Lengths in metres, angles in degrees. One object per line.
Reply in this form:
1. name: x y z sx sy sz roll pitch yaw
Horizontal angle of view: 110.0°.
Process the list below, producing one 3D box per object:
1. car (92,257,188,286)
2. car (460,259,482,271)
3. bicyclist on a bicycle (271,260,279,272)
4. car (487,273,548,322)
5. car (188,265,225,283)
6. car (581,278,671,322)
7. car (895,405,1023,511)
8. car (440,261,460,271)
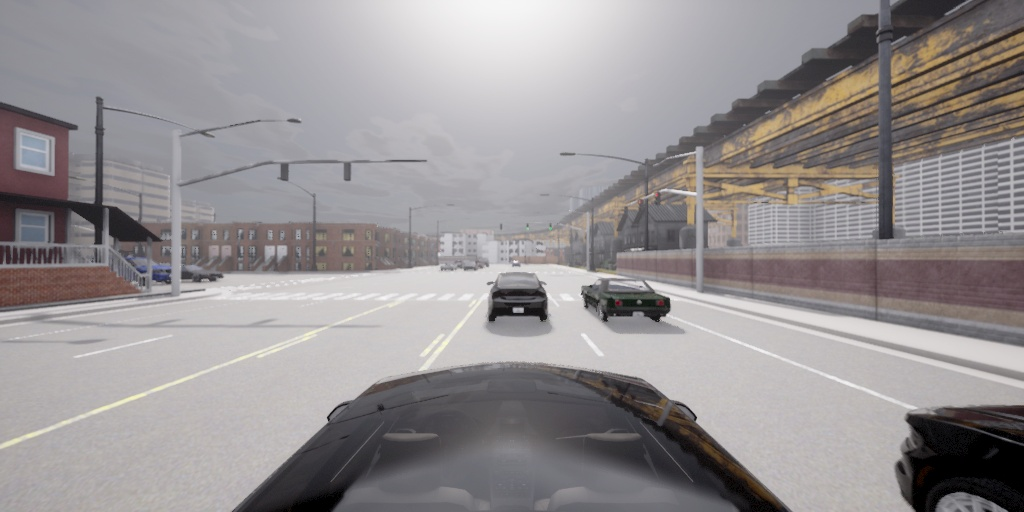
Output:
1. car: -27.694 1.101 26.318 5.566 2.045 2.150 0 0 1
2. car: -6.433 1.604 56.638 2.033 1.411 5.357 0 0 1
3. bicyclist on a bicycle: -30.647 1.292 46.336 0.582 1.620 1.656 0 0 1
4. car: 0.174 1.316 12.616 1.837 1.490 4.892 0 0 0
5. car: -27.167 1.447 29.804 5.357 1.411 2.033 0 0 0
6. car: 3.708 1.413 12.621 1.895 1.301 4.718 0 0 1
7. car: 3.578 1.221 0.374 1.882 1.535 5.008 0 0 1
8. car: -9.940 1.655 56.358 1.895 1.301 4.718 0 0 1
